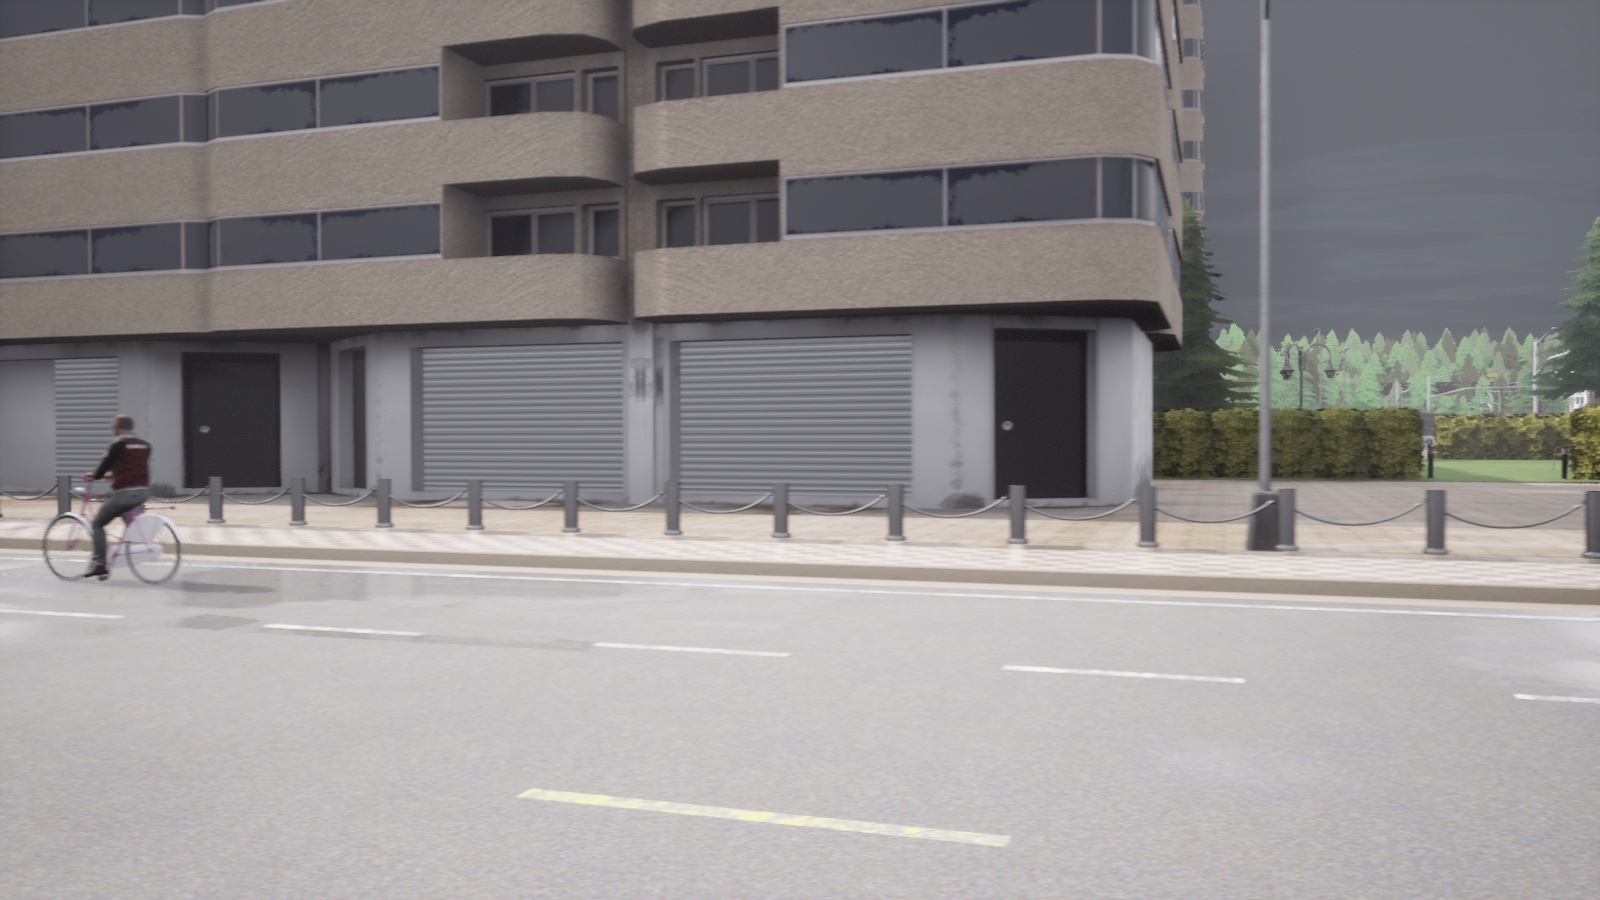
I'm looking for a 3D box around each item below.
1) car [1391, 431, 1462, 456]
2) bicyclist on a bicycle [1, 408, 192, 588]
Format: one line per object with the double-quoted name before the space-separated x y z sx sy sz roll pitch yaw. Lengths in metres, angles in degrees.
"car" 41.476 -0.451 83.185 3.988 1.617 1.851 1 1 18
"bicyclist on a bicycle" -7.300 0.461 13.033 1.843 1.776 0.659 1 1 19
